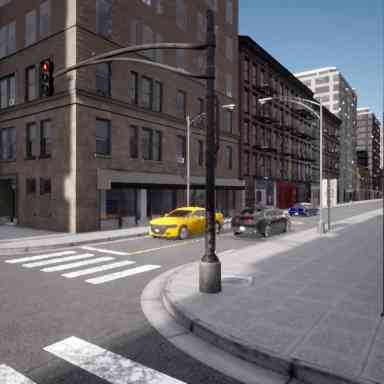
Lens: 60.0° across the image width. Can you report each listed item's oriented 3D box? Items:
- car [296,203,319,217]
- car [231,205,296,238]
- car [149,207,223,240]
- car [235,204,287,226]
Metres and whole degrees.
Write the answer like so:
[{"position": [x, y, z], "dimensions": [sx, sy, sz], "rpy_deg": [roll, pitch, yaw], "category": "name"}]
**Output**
[{"position": [11.521, 1.816, 34.329], "dimensions": [1.895, 1.301, 4.718], "rpy_deg": [0, 0, 36], "category": "car"}, {"position": [3.986, 1.623, 18.792], "dimensions": [1.837, 1.490, 4.892], "rpy_deg": [0, 0, 36], "category": "car"}, {"position": [-0.208, 1.576, 17.891], "dimensions": [1.882, 1.535, 5.008], "rpy_deg": [0, 0, 35], "category": "car"}, {"position": [5.532, 1.704, 25.949], "dimensions": [2.033, 1.411, 5.357], "rpy_deg": [0, 0, 35], "category": "car"}]
